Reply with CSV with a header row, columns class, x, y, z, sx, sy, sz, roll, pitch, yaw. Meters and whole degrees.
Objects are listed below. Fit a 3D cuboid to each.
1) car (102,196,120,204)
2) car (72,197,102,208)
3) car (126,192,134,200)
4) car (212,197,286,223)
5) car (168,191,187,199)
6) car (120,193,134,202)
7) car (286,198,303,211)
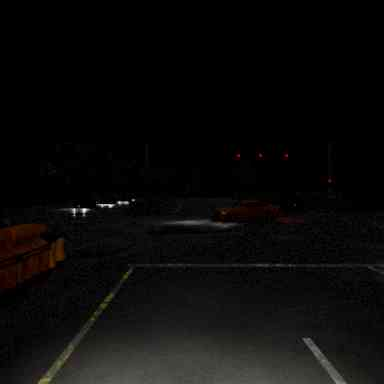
class,x,y,z,sx,sy,sz,roll,pitch,yaw
car,-14.073,1.331,56.501,1.994,1.385,4.181,0,0,0
car,-14.091,1.371,44.106,2.033,1.411,5.357,0,0,0
car,-15.616,0.998,83.995,2.097,1.767,4.553,0,0,-10
car,4.096,1.395,24.787,5.008,1.535,1.882,0,0,-16
car,-4.265,0.811,95.294,2.150,2.045,5.566,0,0,-22
car,-14.017,1.304,69.623,1.895,1.301,4.718,0,0,0
car,10.665,1.401,37.635,2.033,1.411,5.357,0,0,-6
